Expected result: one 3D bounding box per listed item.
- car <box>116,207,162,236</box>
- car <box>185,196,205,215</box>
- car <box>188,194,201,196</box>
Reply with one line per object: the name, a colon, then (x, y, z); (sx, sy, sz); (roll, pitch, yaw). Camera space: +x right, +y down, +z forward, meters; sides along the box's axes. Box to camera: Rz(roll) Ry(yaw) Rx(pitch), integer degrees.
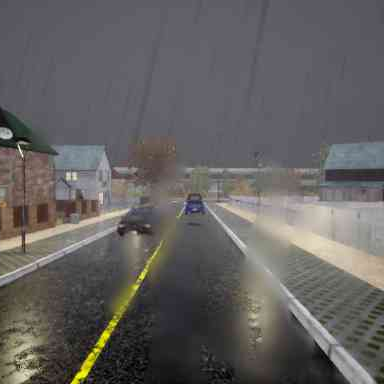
car: (-2.743, 1.539, 18.493); (2.033, 1.411, 5.357); (0, 0, 0)
car: (0.292, 1.469, 33.721); (1.882, 1.535, 5.008); (0, 0, 0)
car: (0.350, 1.221, 44.255); (2.150, 2.045, 5.566); (0, 0, 0)
